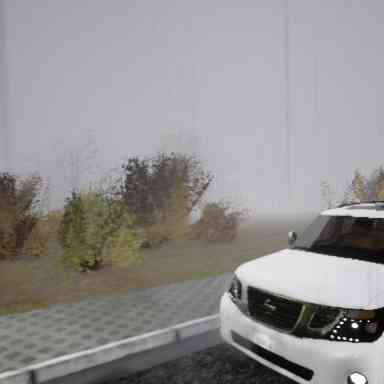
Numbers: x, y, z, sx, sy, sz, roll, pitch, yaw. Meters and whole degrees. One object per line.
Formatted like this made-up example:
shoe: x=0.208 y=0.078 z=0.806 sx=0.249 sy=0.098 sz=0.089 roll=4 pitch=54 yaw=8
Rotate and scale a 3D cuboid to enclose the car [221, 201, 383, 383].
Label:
car: x=3.032 y=1.213 z=5.233 sx=5.566 sy=2.045 sz=2.150 roll=-2 pitch=1 yaw=-35
